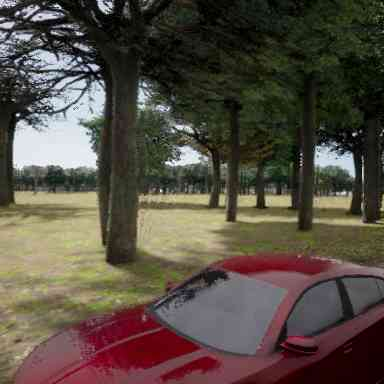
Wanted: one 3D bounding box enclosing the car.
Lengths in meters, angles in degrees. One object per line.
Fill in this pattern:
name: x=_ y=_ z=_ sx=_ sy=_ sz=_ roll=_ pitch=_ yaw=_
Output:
car: x=0.823 y=1.486 z=3.661 sx=5.008 sy=1.535 sz=1.882 roll=0 pitch=0 yaw=-35
